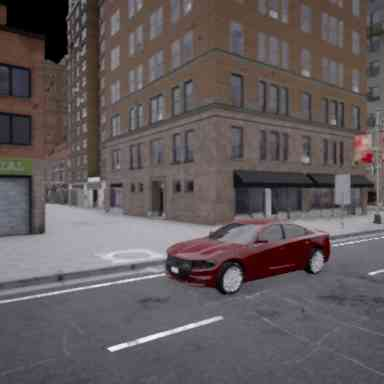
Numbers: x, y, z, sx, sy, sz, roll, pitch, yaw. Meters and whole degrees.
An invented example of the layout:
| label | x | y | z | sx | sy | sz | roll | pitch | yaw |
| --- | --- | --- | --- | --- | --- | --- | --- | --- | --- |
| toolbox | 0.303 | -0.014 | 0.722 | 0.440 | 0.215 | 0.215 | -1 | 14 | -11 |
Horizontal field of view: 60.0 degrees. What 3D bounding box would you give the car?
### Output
| label | x | y | z | sx | sy | sz | roll | pitch | yaw |
| --- | --- | --- | --- | --- | --- | --- | --- | --- | --- |
| car | 1.655 | 1.459 | 8.854 | 5.008 | 1.535 | 1.882 | 0 | 0 | -35 |
